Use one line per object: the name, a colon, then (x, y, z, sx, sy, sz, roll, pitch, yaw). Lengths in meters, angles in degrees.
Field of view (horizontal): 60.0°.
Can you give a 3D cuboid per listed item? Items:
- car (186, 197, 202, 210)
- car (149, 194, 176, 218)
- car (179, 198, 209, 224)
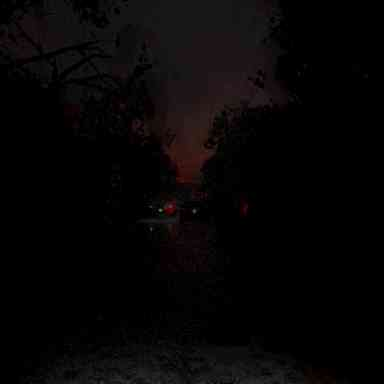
car: (0.272, 1.473, 42.956, 1.882, 1.535, 5.008, 0, 0, 0)
car: (-2.651, 1.220, 30.976, 2.150, 2.045, 5.566, 0, 0, 0)
car: (0.177, 1.349, 24.913, 2.097, 1.767, 4.553, 0, 0, 0)
